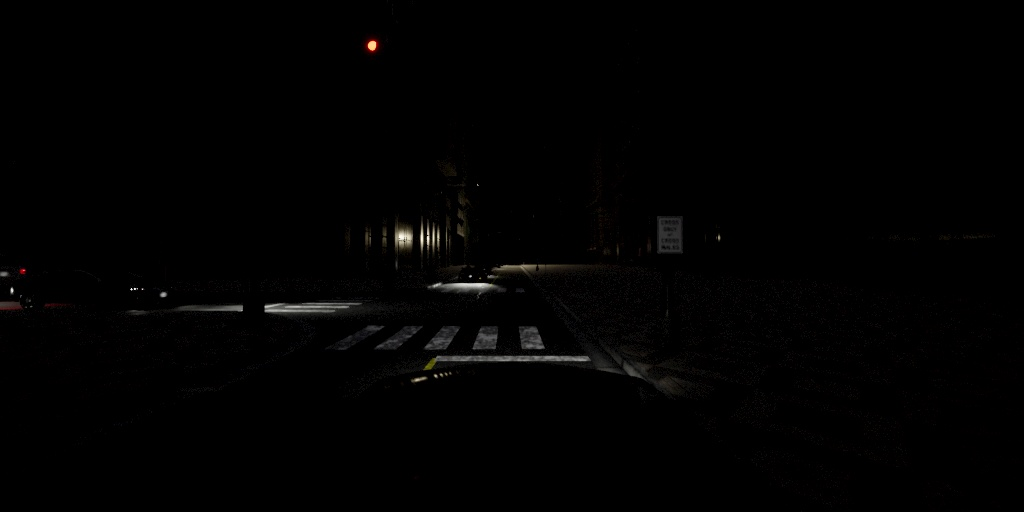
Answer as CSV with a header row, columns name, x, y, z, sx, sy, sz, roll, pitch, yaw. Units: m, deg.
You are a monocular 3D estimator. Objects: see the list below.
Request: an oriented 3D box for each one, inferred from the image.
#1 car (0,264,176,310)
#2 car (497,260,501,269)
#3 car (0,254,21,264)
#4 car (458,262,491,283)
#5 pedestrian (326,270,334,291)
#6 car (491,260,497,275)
name,x,y,z,sx,sy,sz,roll,pitch,yaw
car,-15.477,1.177,13.413,4.902,1.511,2.128,0,-1,0
car,-2.886,1.383,61.160,1.837,1.490,4.892,0,-1,1
car,-26.197,0.940,16.651,5.566,2.045,2.150,-1,-1,1
car,-3.031,1.327,28.450,1.994,1.385,4.181,0,0,1
pedestrian,-9.967,0.974,19.633,0.375,1.860,0.375,0,-1,0
car,-3.015,1.333,38.995,2.033,1.411,5.357,0,0,0
